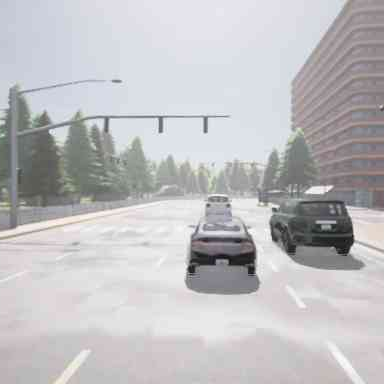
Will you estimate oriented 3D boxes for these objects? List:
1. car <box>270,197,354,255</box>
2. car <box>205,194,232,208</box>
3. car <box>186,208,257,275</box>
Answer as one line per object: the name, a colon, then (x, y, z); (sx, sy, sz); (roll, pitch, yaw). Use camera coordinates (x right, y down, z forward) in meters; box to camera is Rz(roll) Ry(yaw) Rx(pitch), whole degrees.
car: (4.600, 1.230, 13.547); (2.150, 2.045, 5.566); (0, 0, 4)
car: (2.260, 1.224, 28.690); (2.150, 2.045, 5.566); (1, 0, 4)
car: (0.888, 1.484, 10.454); (2.128, 1.511, 4.902); (0, 0, 4)
